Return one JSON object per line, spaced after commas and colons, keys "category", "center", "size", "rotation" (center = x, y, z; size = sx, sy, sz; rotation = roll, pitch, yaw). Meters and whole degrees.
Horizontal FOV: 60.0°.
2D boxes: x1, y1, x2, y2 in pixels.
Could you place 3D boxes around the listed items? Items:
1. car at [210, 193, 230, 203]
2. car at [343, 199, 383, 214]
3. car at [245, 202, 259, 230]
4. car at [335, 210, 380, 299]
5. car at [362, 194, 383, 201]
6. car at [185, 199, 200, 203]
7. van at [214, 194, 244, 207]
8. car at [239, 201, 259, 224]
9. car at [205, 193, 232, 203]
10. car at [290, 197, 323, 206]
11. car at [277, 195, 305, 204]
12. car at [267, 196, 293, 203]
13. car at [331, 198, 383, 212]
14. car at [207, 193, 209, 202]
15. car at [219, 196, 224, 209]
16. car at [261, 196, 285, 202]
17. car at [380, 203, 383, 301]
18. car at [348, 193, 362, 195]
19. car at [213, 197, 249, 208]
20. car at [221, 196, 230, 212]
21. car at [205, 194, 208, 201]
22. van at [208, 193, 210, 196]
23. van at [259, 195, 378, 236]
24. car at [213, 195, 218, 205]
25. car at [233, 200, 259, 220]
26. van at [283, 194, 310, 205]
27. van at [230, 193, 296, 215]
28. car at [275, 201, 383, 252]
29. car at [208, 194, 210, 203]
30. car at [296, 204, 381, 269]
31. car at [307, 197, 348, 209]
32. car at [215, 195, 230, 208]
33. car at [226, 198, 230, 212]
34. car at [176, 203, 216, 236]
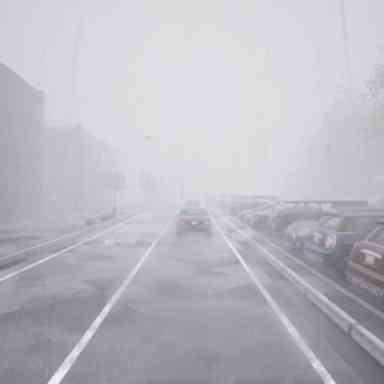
{"category": "car", "center": [5.632, 1.213, 45.811], "size": [5.566, 2.045, 2.435], "rotation": [0, 0, 0]}
{"category": "car", "center": [18.697, 1.491, 34.948], "size": [4.674, 1.452, 2.002], "rotation": [0, 0, 0]}
{"category": "car", "center": [5.640, 1.462, 17.781], "size": [5.008, 1.535, 2.097], "rotation": [0, 0, 0]}
{"category": "car", "center": [5.631, 1.347, 6.568], "size": [4.553, 1.767, 2.185], "rotation": [0, 0, 0]}
{"category": "car", "center": [18.679, 1.202, 29.379], "size": [5.566, 2.045, 2.435], "rotation": [0, 0, 0]}
{"category": "car", "center": [0.094, 1.553, 41.828], "size": [1.994, 1.385, 4.181], "rotation": [0, 0, 0]}
{"category": "van", "center": [5.712, 1.252, 51.418], "size": [4.442, 1.987, 1.878], "rotation": [0, 0, 0]}
{"category": "car", "center": [5.612, 1.490, 20.584], "size": [4.792, 1.488, 2.163], "rotation": [0, 0, 0]}
{"category": "car", "center": [5.616, 1.300, 71.040], "size": [5.566, 2.045, 2.435], "rotation": [0, 0, 0]}
{"category": "car", "center": [18.670, 1.525, 54.320], "size": [4.674, 1.452, 2.002], "rotation": [0, 0, 0]}
{"category": "car", "center": [18.635, 1.382, 62.673], "size": [4.553, 1.767, 2.185], "rotation": [0, 0, 0]}
{"category": "car", "center": [18.672, 1.551, 71.028], "size": [5.008, 1.535, 2.097], "rotation": [0, 0, 0]}
{"category": "car", "center": [18.690, 1.452, 37.609], "size": [5.008, 1.535, 2.097], "rotation": [0, 0, 0]}
{"category": "car", "center": [5.556, 1.372, 59.829], "size": [4.553, 1.767, 2.185], "rotation": [0, 0, 0]}
{"category": "car", "center": [5.615, 1.449, 34.598], "size": [5.008, 1.535, 2.097], "rotation": [0, 0, 0]}
{"category": "car", "center": [18.665, 1.598, 76.596], "size": [5.008, 1.535, 2.097], "rotation": [0, -1, 0]}
{"category": "car", "center": [5.638, 1.224, 3.765], "size": [5.566, 2.045, 2.435], "rotation": [0, 0, 0]}
{"category": "car", "center": [18.675, 1.200, 32.041], "size": [5.566, 2.045, 2.435], "rotation": [0, 0, 0]}
{"category": "car", "center": [5.594, 1.471, 48.614], "size": [5.008, 1.535, 2.097], "rotation": [0, 0, 0]}
{"category": "car", "center": [5.810, 1.447, 31.798], "size": [5.366, 1.575, 1.946], "rotation": [0, 0, 0]}
{"category": "car", "center": [5.615, 1.256, 62.630], "size": [5.566, 2.045, 2.435], "rotation": [0, 0, 0]}
{"category": "van", "center": [5.474, 1.265, 57.025], "size": [4.442, 1.987, 1.878], "rotation": [0, 0, 0]}
{"category": "van", "center": [5.533, 1.239, 14.978], "size": [4.442, 1.987, 1.878], "rotation": [0, 0, 0]}
{"category": "car", "center": [5.604, 1.459, 43.003], "size": [4.892, 1.521, 2.231], "rotation": [0, 0, 0]}
{"category": "car", "center": [5.608, 1.487, 23.388], "size": [4.792, 1.488, 2.163], "rotation": [0, 0, 0]}
{"category": "van", "center": [18.784, 1.272, 59.893], "size": [4.442, 1.987, 1.878], "rotation": [0, 0, 0]}
{"category": "van", "center": [5.516, 1.230, 26.191], "size": [4.442, 1.987, 1.878], "rotation": [0, 0, 0]}
{"category": "car", "center": [5.685, 1.342, 12.175], "size": [4.553, 1.767, 2.185], "rotation": [0, 0, 0]}
{"category": "car", "center": [5.587, 1.485, 54.220], "size": [4.892, 1.521, 2.231], "rotation": [0, 0, 0]}
{"category": "car", "center": [5.626, 1.344, 9.371], "size": [4.553, 1.767, 2.185], "rotation": [0, 0, 0]}
{"category": "car", "center": [18.654, 1.495, 45.964], "size": [4.792, 1.488, 2.163], "rotation": [0, 0, 0]}
{"category": "car", "center": [5.583, 1.483, 40.205], "size": [4.792, 1.488, 2.163], "rotation": [0, 0, 0]}
{"category": "car", "center": [5.658, 1.482, 28.995], "size": [4.792, 1.488, 2.163], "rotation": [0, 0, 0]}
{"category": "car", "center": [0.098, 1.536, 18.433], "size": [2.033, 1.411, 5.357], "rotation": [0, 0, 0]}
